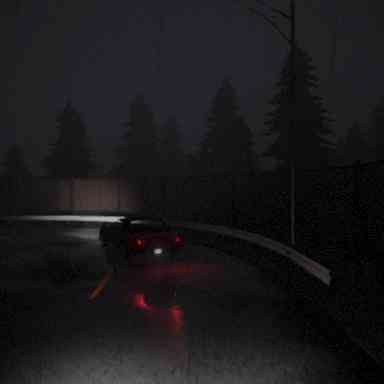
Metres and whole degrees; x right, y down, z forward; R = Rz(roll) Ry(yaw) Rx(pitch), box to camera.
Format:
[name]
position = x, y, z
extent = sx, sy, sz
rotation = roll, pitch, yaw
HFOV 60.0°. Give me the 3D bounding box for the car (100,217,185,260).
[car]
position = -2.108, 1.589, 12.532
extent = 1.895, 1.301, 4.718
rotation = 0, 0, -28
